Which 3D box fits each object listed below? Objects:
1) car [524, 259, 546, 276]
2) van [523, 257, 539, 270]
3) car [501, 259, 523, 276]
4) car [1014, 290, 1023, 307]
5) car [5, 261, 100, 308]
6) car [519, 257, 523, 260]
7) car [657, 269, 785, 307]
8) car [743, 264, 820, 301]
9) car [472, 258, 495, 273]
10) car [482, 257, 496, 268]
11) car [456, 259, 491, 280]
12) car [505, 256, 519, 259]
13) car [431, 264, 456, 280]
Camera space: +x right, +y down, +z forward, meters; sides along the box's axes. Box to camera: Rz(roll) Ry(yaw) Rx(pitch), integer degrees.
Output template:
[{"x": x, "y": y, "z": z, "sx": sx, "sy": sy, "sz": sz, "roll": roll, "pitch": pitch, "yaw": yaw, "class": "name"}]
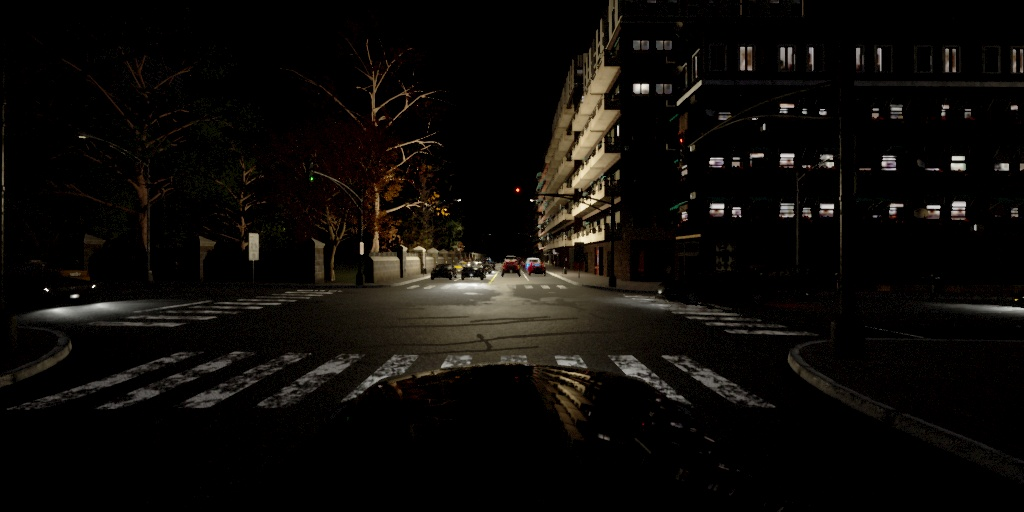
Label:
[{"x": 2.503, "y": 1.314, "z": 36.910, "sx": 1.888, "sy": 1.381, "sz": 4.507, "roll": 0, "pitch": 0, "yaw": 0, "class": "car"}, {"x": 2.472, "y": 1.115, "z": 42.541, "sx": 1.690, "sy": 1.789, "sz": 3.998, "roll": 0, "pitch": 0, "yaw": 0, "class": "van"}, {"x": -0.096, "y": 1.295, "z": 37.651, "sx": 1.812, "sy": 1.442, "sz": 4.674, "roll": 0, "pitch": 0, "yaw": 0, "class": "car"}, {"x": 26.304, "y": 1.828, "z": 16.599, "sx": 4.181, "sy": 1.385, "sz": 1.994, "roll": 1, "pitch": 0, "yaw": -1, "class": "car"}, {"x": -18.225, "y": 0.996, "z": 12.736, "sx": 5.357, "sy": 1.411, "sz": 2.033, "roll": 1, "pitch": 0, "yaw": -1, "class": "car"}, {"x": 2.411, "y": 1.229, "z": 53.801, "sx": 1.967, "sy": 1.591, "sz": 4.097, "roll": 0, "pitch": 0, "yaw": 0, "class": "car"}, {"x": 9.173, "y": 1.448, "z": 16.346, "sx": 4.892, "sy": 1.490, "sz": 1.837, "roll": 1, "pitch": 0, "yaw": -1, "class": "car"}, {"x": 13.359, "y": 1.353, "z": 18.998, "sx": 5.009, "sy": 1.841, "sz": 2.192, "roll": 0, "pitch": 0, "yaw": -1, "class": "car"}, {"x": -3.307, "y": 1.278, "z": 41.364, "sx": 1.837, "sy": 1.490, "sz": 4.892, "roll": 0, "pitch": 0, "yaw": 0, "class": "car"}, {"x": -3.357, "y": 1.278, "z": 51.776, "sx": 2.128, "sy": 1.511, "sz": 4.902, "roll": 0, "pitch": 0, "yaw": 0, "class": "car"}, {"x": -3.250, "y": 1.255, "z": 31.066, "sx": 2.128, "sy": 1.511, "sz": 4.902, "roll": 0, "pitch": 0, "yaw": 0, "class": "car"}, {"x": -0.214, "y": 1.020, "z": 60.018, "sx": 2.150, "sy": 2.045, "sz": 5.566, "roll": 0, "pitch": 0, "yaw": 0, "class": "car"}, {"x": -5.847, "y": 1.329, "z": 31.235, "sx": 1.948, "sy": 1.339, "sz": 4.313, "roll": 0, "pitch": 0, "yaw": 0, "class": "car"}]
